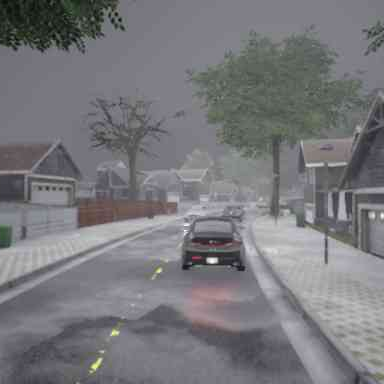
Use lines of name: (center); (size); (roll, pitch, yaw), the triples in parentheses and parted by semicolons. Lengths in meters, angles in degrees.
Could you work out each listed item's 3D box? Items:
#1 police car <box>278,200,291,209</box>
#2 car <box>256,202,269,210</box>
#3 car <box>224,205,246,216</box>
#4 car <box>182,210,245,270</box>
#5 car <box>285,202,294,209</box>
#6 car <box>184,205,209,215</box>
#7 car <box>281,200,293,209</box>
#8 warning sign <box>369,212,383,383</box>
police car: (18.807, 2.829, 69.475); (1.930, 1.638, 5.238); (0, -2, 23)
car: (14.604, 2.822, 68.723); (1.882, 1.535, 5.008); (0, -2, 23)
car: (3.942, 1.956, 31.106); (2.033, 1.411, 5.357); (0, -1, 13)
car: (0.748, 1.593, 11.328); (1.837, 1.490, 4.892); (0, 0, 5)
car: (24.798, 3.403, 84.479); (1.801, 1.575, 5.366); (0, -2, 21)
car: (0.607, 1.897, 29.550); (1.812, 1.442, 4.674); (0, -1, 13)
car: (22.574, 2.963, 78.712); (2.150, 2.045, 5.566); (0, -2, 22)
warning sign: (2.551, 1.134, 3.029); (1.300, 1.860, 1.060); (-1, -1, 2)
